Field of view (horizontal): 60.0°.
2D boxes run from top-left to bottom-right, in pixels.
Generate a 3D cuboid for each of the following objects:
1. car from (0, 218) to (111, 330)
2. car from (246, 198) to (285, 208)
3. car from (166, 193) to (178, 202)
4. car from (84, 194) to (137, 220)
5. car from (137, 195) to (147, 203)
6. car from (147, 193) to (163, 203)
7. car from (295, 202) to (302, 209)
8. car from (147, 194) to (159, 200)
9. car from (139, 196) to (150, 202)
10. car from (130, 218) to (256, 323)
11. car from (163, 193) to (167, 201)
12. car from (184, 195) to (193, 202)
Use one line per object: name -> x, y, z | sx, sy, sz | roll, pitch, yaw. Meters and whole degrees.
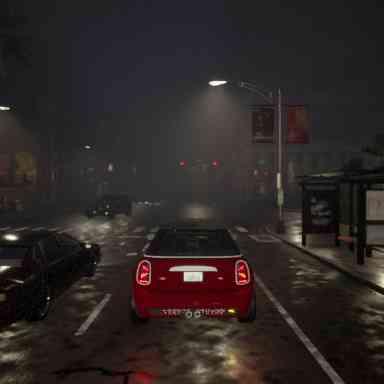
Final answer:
car -> -3.491, 1.547, 7.164 | 2.033, 1.411, 5.357 | 0, 0, 0
car -> 10.246, 1.548, 46.653 | 5.357, 1.411, 2.033 | 0, 0, 3
car -> -4.328, 1.595, 78.406 | 1.895, 1.301, 4.718 | 0, 0, 0
car -> -6.966, 1.221, 28.353 | 2.150, 2.045, 5.566 | -1, 0, 12
car -> -11.235, 1.355, 69.680 | 2.097, 1.767, 4.553 | 0, 0, -1
car -> -7.738, 1.478, 69.985 | 1.882, 1.535, 5.008 | 0, 0, -1
car -> 16.249, 1.547, 43.072 | 5.357, 1.411, 2.033 | 0, 0, -1
car -> -10.603, 1.355, 90.153 | 2.097, 1.767, 4.553 | 0, 0, 9
car -> -11.342, 1.595, 79.855 | 1.895, 1.301, 4.718 | 0, 0, -1
car -> 0.008, 1.352, 7.370 | 2.097, 1.767, 4.553 | 0, 0, 0
car -> -7.852, 1.225, 80.464 | 2.150, 2.045, 5.566 | 0, 0, -1
car -> -0.820, 1.500, 77.660 | 1.837, 1.490, 4.892 | 0, 0, 0
